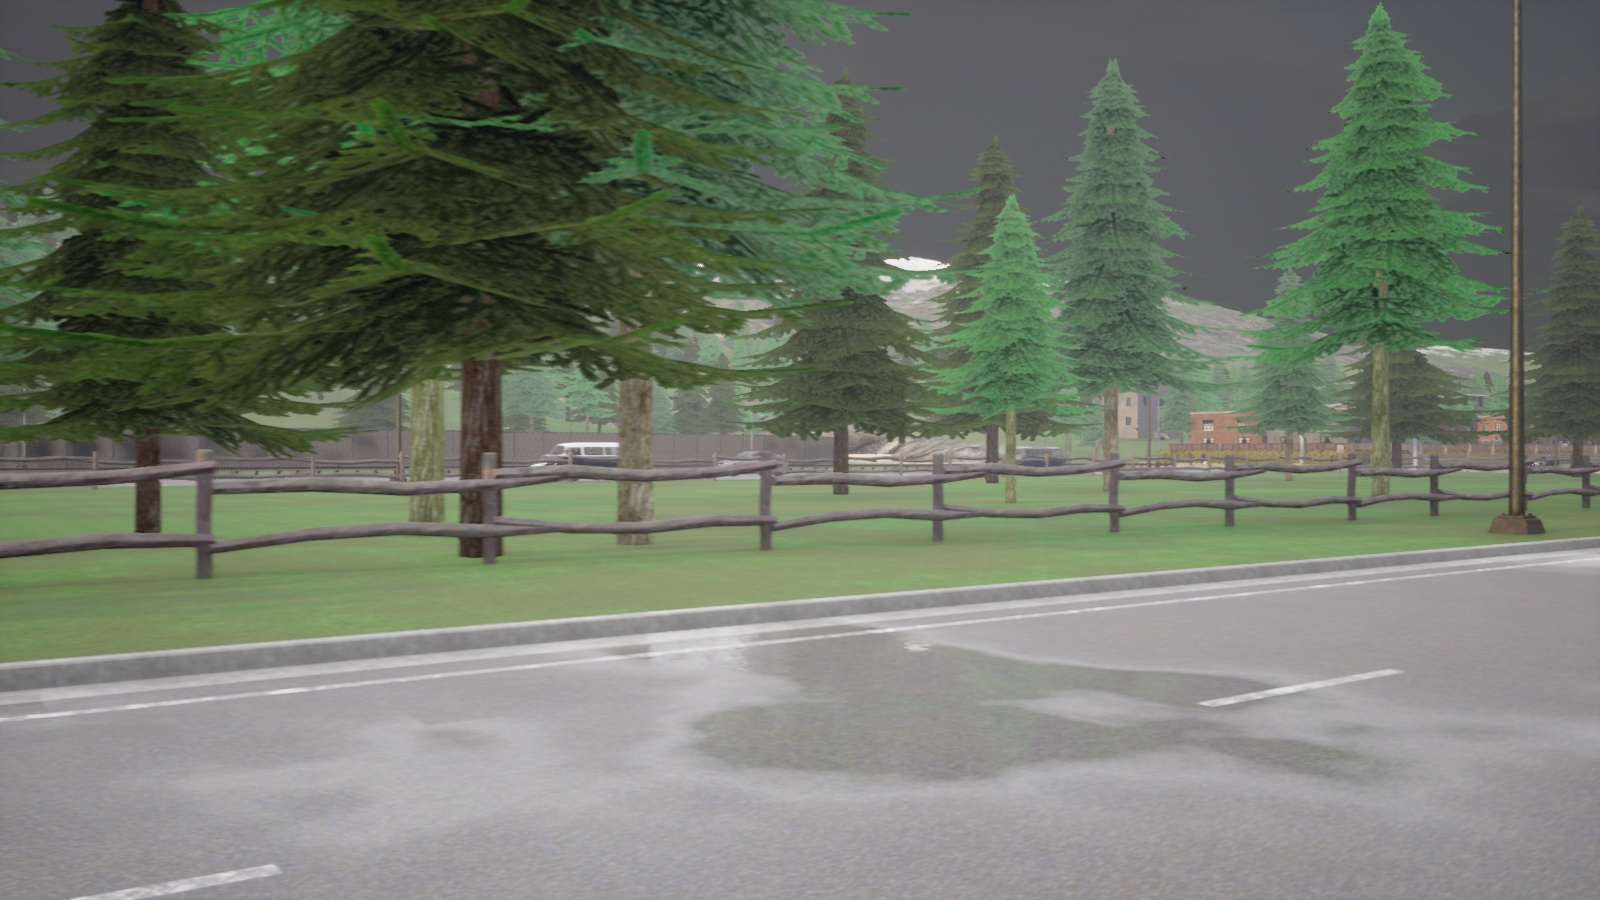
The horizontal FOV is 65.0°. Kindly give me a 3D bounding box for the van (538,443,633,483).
[{"bbox_3d":[-11.236,0.656,65.961,4.480,2.038,2.069,0,0,-35],"label":"van"}]

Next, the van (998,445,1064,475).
[{"bbox_3d":[15.608,0.673,84.774,4.442,1.987,1.775,0,0,-35],"label":"van"}]

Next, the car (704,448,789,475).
[{"bbox_3d":[-3.396,0.727,80.003,5.027,1.651,2.152,0,0,-35],"label":"car"}]
